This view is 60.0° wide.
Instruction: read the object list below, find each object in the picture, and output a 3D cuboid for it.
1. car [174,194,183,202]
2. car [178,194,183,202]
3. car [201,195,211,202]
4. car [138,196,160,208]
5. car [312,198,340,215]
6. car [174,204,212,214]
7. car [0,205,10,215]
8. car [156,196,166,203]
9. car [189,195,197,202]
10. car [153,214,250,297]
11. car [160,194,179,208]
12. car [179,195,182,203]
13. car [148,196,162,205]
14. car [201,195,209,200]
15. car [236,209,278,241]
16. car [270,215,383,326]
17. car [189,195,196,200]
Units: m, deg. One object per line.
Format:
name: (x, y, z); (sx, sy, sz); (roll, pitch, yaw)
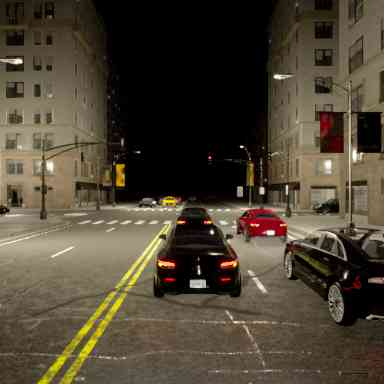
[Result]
car: (-3.127, 1.350, 78.165); (2.097, 1.767, 4.553); (0, 0, 0)
car: (-3.154, 1.370, 68.204); (2.097, 1.767, 4.553); (0, 0, 0)
car: (3.373, 1.553, 78.062); (2.033, 1.411, 5.357); (0, 0, 0)
car: (-6.492, 1.563, 49.125); (2.033, 1.411, 5.357); (0, 0, 4)
car: (14.814, 1.409, 34.384); (4.553, 1.767, 2.097); (0, 0, 1)
car: (0.125, 1.529, 17.334); (1.812, 1.442, 4.674); (0, 0, 0)
car: (-19.708, 1.547, 31.626); (4.181, 1.385, 1.994); (0, 0, 1)
car: (-6.392, 1.544, 69.016); (1.812, 1.442, 4.674); (0, 0, 0)
car: (0.124, 1.609, 78.514); (1.895, 1.301, 4.718); (0, 0, 0)
car: (0.109, 1.527, 8.425); (1.812, 1.442, 4.674); (0, 0, 0)
car: (-3.277, 1.493, 49.414); (1.882, 1.535, 5.008); (0, 0, -1)
car: (-3.237, 1.618, 58.752); (1.895, 1.301, 4.718); (0, 0, 0)
car: (-6.487, 1.522, 58.864); (1.837, 1.490, 4.892); (0, 0, 0)
car: (3.389, 1.437, 88.482); (1.994, 1.385, 4.181); (0, 0, 0)
car: (3.273, 1.528, 16.122); (1.812, 1.442, 4.674); (0, 0, 0)
car: (3.348, 1.492, 7.027); (2.128, 1.511, 4.902); (0, 0, 1)
car: (0.139, 1.437, 88.487); (1.994, 1.385, 4.181); (0, 0, 0)
